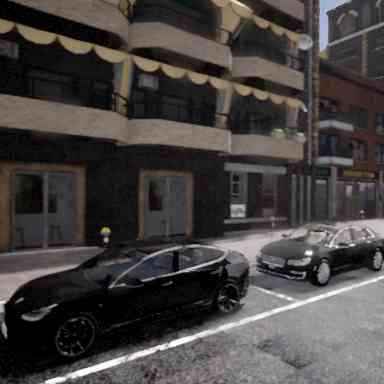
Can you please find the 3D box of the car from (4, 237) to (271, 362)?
[{"bbox_3d":[-0.849,1.557,5.942,4.313,1.339,1.947,0,1,-36],"label":"car"}]

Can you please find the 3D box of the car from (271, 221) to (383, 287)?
[{"bbox_3d":[3.684,1.523,9.178,4.403,1.369,2.008,0,1,-36],"label":"car"}]
